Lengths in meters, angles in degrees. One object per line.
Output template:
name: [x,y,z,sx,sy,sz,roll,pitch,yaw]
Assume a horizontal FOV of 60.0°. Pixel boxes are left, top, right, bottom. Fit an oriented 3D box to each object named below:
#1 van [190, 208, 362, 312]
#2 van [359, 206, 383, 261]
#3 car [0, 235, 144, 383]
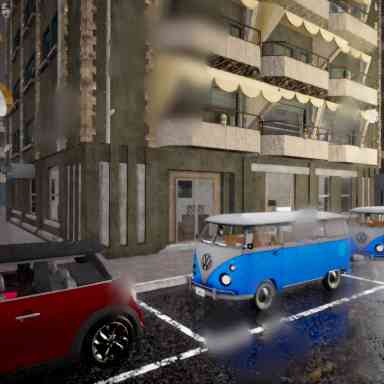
van: [1.860,1.343,7.435,3.998,1.788,1.690,0,0,-36]
van: [6.485,1.346,10.750,3.998,1.788,1.690,0,0,-36]
car: [-2.765,1.440,4.121,4.097,1.590,1.967,0,0,-36]
